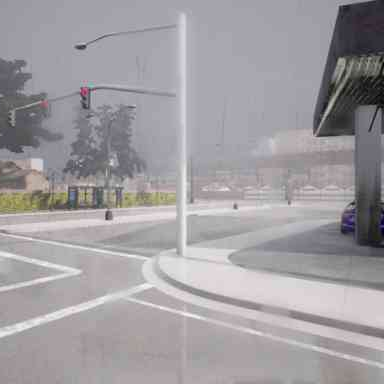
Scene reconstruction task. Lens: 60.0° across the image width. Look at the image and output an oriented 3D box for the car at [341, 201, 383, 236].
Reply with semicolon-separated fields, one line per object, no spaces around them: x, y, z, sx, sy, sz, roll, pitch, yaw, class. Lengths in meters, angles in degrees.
9.458;1.295;17.721;2.242;1.667;4.611;0;0;37;car
